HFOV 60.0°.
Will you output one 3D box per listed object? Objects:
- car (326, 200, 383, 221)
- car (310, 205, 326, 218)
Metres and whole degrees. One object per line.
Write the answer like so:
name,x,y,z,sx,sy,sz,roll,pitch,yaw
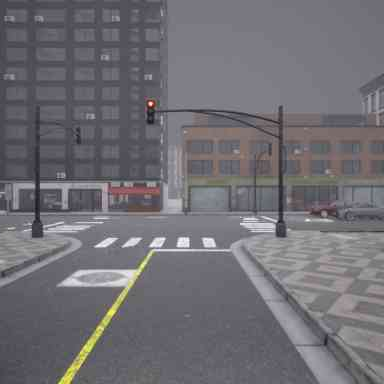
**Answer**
car,13.415,1.550,26.608,4.181,1.385,1.994,0,0,0
car,13.160,1.490,29.862,5.008,1.535,1.882,0,0,1
